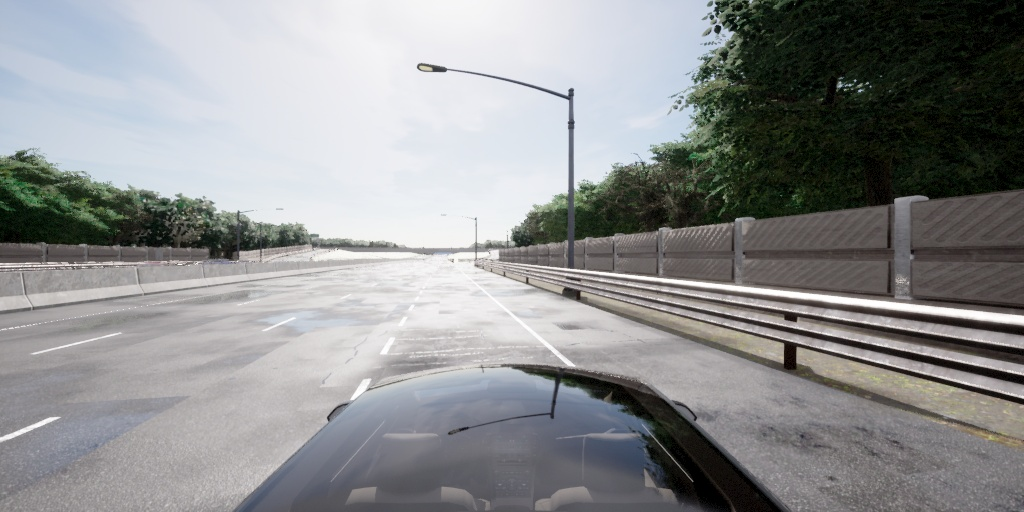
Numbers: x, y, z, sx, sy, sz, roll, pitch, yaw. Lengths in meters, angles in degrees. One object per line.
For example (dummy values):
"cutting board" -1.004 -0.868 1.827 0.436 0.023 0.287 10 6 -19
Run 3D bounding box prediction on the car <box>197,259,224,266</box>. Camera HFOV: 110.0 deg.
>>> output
"car" -40.954 1.145 49.373 2.097 1.767 4.553 0 0 -10

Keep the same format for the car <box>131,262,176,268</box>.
"car" -25.845 1.237 25.687 1.882 1.535 5.008 0 0 -11

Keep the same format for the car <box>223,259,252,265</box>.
"car" -37.502 1.360 49.947 1.994 1.385 4.181 0 0 -10

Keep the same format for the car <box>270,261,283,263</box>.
"car" -34.494 1.365 52.998 1.994 1.385 4.181 0 0 -10
